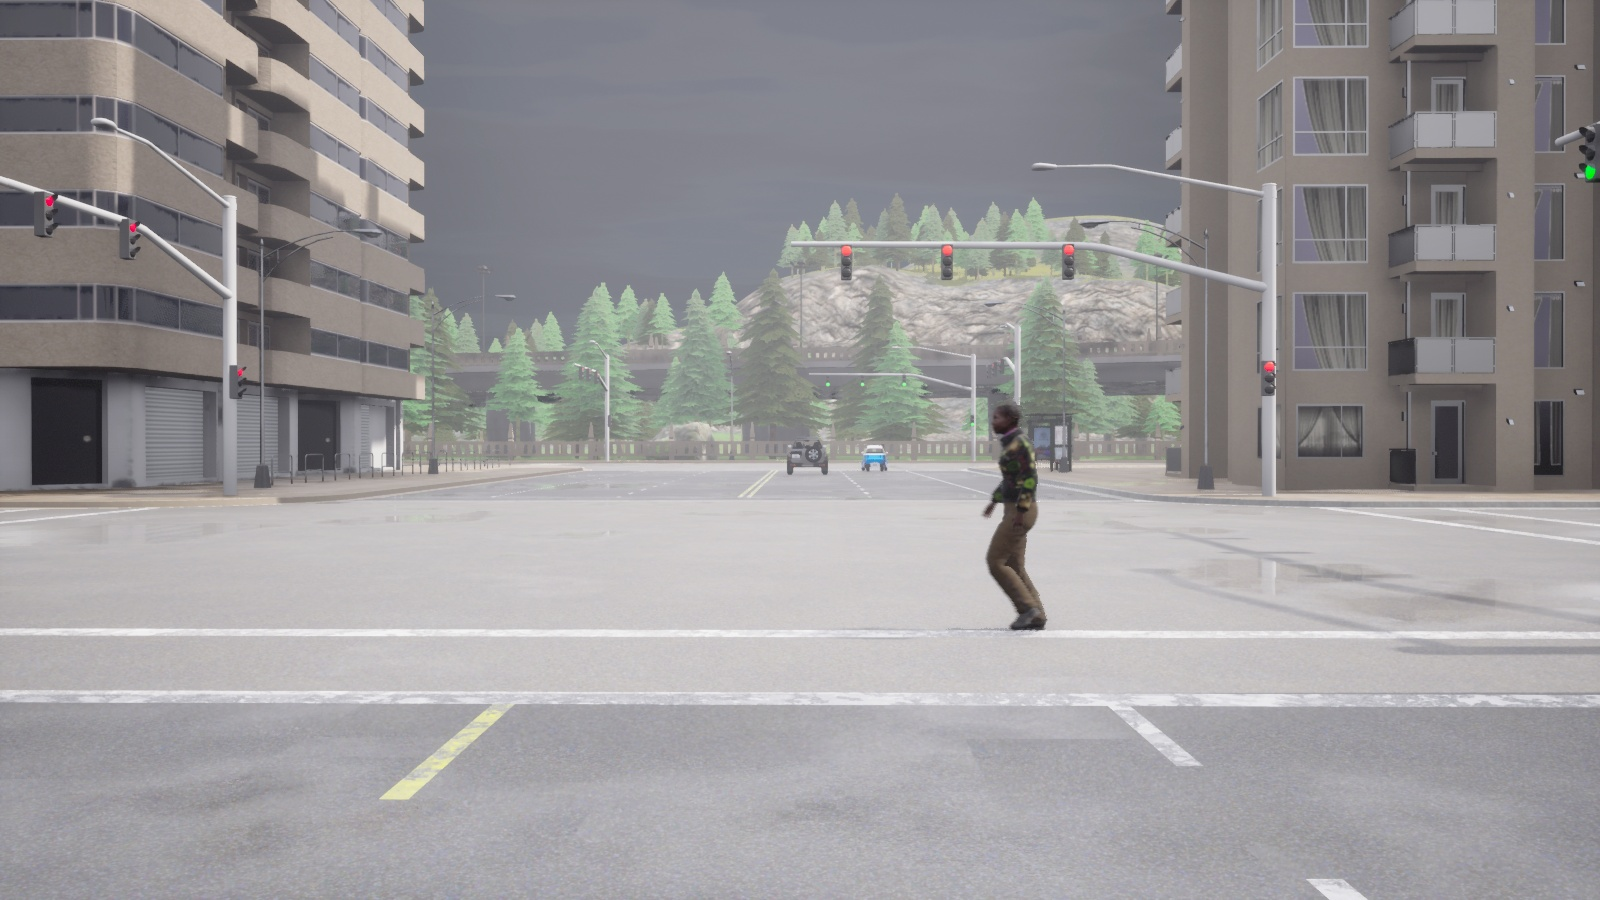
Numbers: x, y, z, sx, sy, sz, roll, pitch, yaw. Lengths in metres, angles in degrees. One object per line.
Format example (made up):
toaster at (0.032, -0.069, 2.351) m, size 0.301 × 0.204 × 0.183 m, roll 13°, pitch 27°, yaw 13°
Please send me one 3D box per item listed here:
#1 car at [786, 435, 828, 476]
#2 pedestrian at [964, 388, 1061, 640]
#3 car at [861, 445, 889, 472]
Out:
car at (0.353, 0.228, 60.001) m, size 1.932 × 1.855 × 4.605 m, roll 0°, pitch 1°, yaw 0°
pedestrian at (1.650, 0.490, 9.810) m, size 0.692 × 1.930 × 0.395 m, roll 0°, pitch 0°, yaw 1°
car at (3.993, 0.426, 66.923) m, size 1.481 × 1.376 × 2.207 m, roll 0°, pitch 1°, yaw 4°
